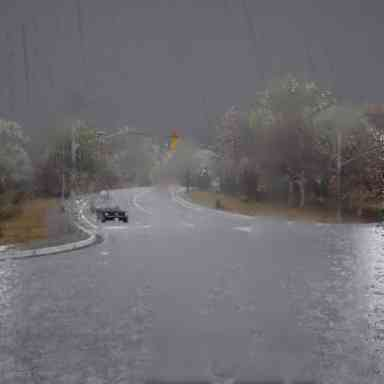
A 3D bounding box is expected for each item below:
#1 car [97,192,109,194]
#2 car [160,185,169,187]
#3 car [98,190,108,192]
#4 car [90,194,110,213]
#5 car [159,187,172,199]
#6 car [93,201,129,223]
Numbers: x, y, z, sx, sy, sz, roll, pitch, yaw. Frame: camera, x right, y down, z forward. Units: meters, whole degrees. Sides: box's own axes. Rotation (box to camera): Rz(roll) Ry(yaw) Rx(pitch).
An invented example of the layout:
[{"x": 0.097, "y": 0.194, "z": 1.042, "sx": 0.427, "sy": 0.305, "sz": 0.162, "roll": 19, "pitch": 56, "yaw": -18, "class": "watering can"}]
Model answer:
[{"x": -12.519, "y": 1.092, "z": 44.596, "sx": 1.994, "sy": 1.385, "sz": 4.181, "roll": 1, "pitch": 2, "yaw": -14, "class": "car"}, {"x": -5.836, "y": -0.450, "z": 70.870, "sx": 2.150, "sy": 2.045, "sz": 5.566, "roll": 1, "pitch": 3, "yaw": -1, "class": "car"}, {"x": -14.680, "y": 0.475, "z": 54.806, "sx": 1.882, "sy": 1.535, "sz": 5.008, "roll": 1, "pitch": 3, "yaw": -10, "class": "car"}, {"x": -9.669, "y": 1.379, "z": 35.020, "sx": 2.128, "sy": 1.511, "sz": 4.902, "roll": 1, "pitch": 1, "yaw": -19, "class": "car"}, {"x": -4.760, "y": 0.410, "z": 60.763, "sx": 1.837, "sy": 1.490, "sz": 4.892, "roll": 1, "pitch": 3, "yaw": -7, "class": "car"}, {"x": -6.307, "y": 1.665, "z": 26.227, "sx": 1.895, "sy": 1.301, "sz": 4.718, "roll": 1, "pitch": 0, "yaw": -23, "class": "car"}]
